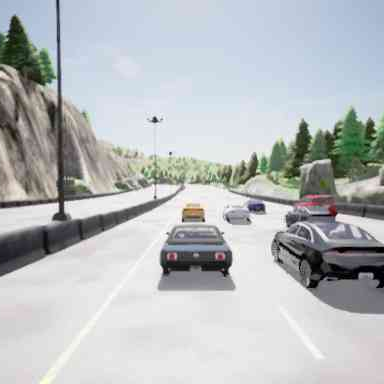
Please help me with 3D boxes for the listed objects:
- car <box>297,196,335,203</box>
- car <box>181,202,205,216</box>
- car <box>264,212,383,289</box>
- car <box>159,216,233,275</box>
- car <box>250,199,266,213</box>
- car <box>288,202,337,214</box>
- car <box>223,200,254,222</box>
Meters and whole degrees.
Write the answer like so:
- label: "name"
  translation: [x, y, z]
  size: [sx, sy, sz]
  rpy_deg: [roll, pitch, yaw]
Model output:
- label: "car"
  translation: [10.608, 1.329, 28.929]
  size: [2.150, 2.045, 5.566]
  rpy_deg: [0, 0, 0]
- label: "car"
  translation: [0.108, 1.585, 28.631]
  size: [1.882, 1.535, 5.008]
  rpy_deg: [0, 0, 0]
- label: "car"
  translation: [3.603, 1.541, 9.313]
  size: [2.128, 1.511, 4.902]
  rpy_deg: [0, 0, 0]
- label: "car"
  translation: [0.103, 1.658, 10.587]
  size: [1.895, 1.301, 4.718]
  rpy_deg: [0, 0, 0]
- label: "car"
  translation: [7.109, 1.565, 38.197]
  size: [1.882, 1.535, 5.008]
  rpy_deg: [0, 0, 0]
- label: "car"
  translation: [7.106, 1.589, 20.354]
  size: [2.128, 1.511, 4.902]
  rpy_deg: [0, 0, 0]
- label: "car"
  translation: [3.607, 1.633, 27.356]
  size: [1.812, 1.442, 4.674]
  rpy_deg: [0, 0, 0]
